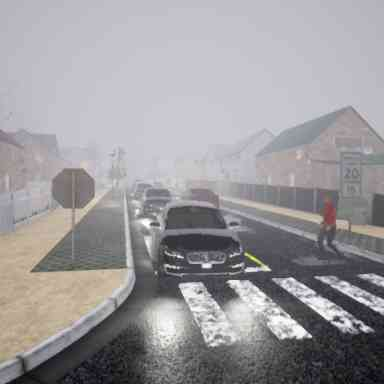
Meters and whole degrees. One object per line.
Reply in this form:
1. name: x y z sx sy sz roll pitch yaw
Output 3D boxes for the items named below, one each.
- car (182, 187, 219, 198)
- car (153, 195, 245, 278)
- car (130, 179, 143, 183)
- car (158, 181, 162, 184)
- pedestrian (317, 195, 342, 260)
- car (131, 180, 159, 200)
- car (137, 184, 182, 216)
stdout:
1. car: 0.396 0.413 22.388 1.882 1.535 5.008 0 3 -11
2. car: -0.009 1.055 8.801 1.837 1.490 4.892 1 3 -7
3. car: -7.605 -1.095 47.047 1.837 1.490 4.892 0 3 -12
4. car: -5.325 -0.891 50.070 1.812 1.442 4.674 0 3 -12
5. pedestrian: 3.641 0.897 8.872 0.375 1.860 0.375 3 -1 -12
6. car: -4.614 -0.081 32.153 1.837 1.490 4.892 0 2 -12
7. car: -2.077 0.518 19.867 1.837 1.490 4.892 0 3 -12
